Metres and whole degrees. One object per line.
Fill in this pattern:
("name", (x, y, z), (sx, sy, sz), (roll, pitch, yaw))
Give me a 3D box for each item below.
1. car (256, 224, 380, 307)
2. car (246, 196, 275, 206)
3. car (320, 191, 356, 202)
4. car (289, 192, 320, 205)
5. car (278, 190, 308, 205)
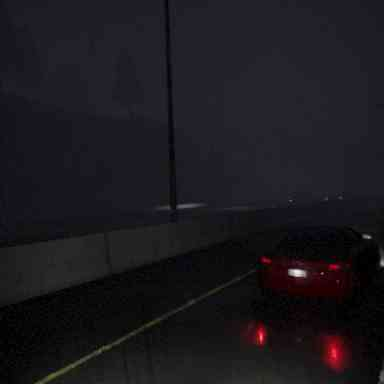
("car", (3.142, 1.460, 7.917), (1.994, 1.385, 4.181), (-2, 0, 35))
("car", (9.642, 1.290, 46.937), (4.718, 1.301, 1.895), (-2, 0, -42))
("car", (18.050, 0.752, 40.379), (4.553, 1.767, 2.097), (-2, 0, -41))
("car", (14.571, 1.085, 41.958), (4.181, 1.385, 1.994), (-2, 0, -42))
("car", (14.363, 0.755, 46.469), (5.566, 2.045, 2.150), (-1, 0, -41))
